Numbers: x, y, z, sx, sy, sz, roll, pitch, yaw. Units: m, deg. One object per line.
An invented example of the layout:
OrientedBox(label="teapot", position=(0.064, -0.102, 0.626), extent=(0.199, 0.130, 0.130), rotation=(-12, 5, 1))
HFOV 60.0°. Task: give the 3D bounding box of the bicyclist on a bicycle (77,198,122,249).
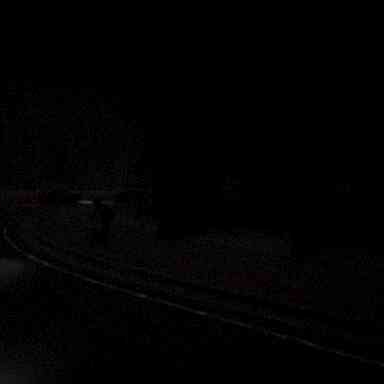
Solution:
OrientedBox(label="bicyclist on a bicycle", position=(-2.988, 1.018, 10.888), extent=(1.656, 1.620, 0.582), rotation=(0, 2, -45))

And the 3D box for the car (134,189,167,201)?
OrientedBox(label="car", position=(-5.967, 0.389, 48.464), extent=(1.882, 1.535, 5.008), rotation=(2, 1, 35))

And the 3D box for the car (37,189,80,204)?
OrientedBox(label="car", position=(-13.950, 0.451, 35.160), extent=(1.882, 1.535, 5.008), rotation=(2, 1, 19))

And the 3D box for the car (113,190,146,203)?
OrientedBox(label="car", position=(-7.353, 0.507, 40.647), extent=(1.882, 1.535, 5.008), rotation=(2, 2, 36))
